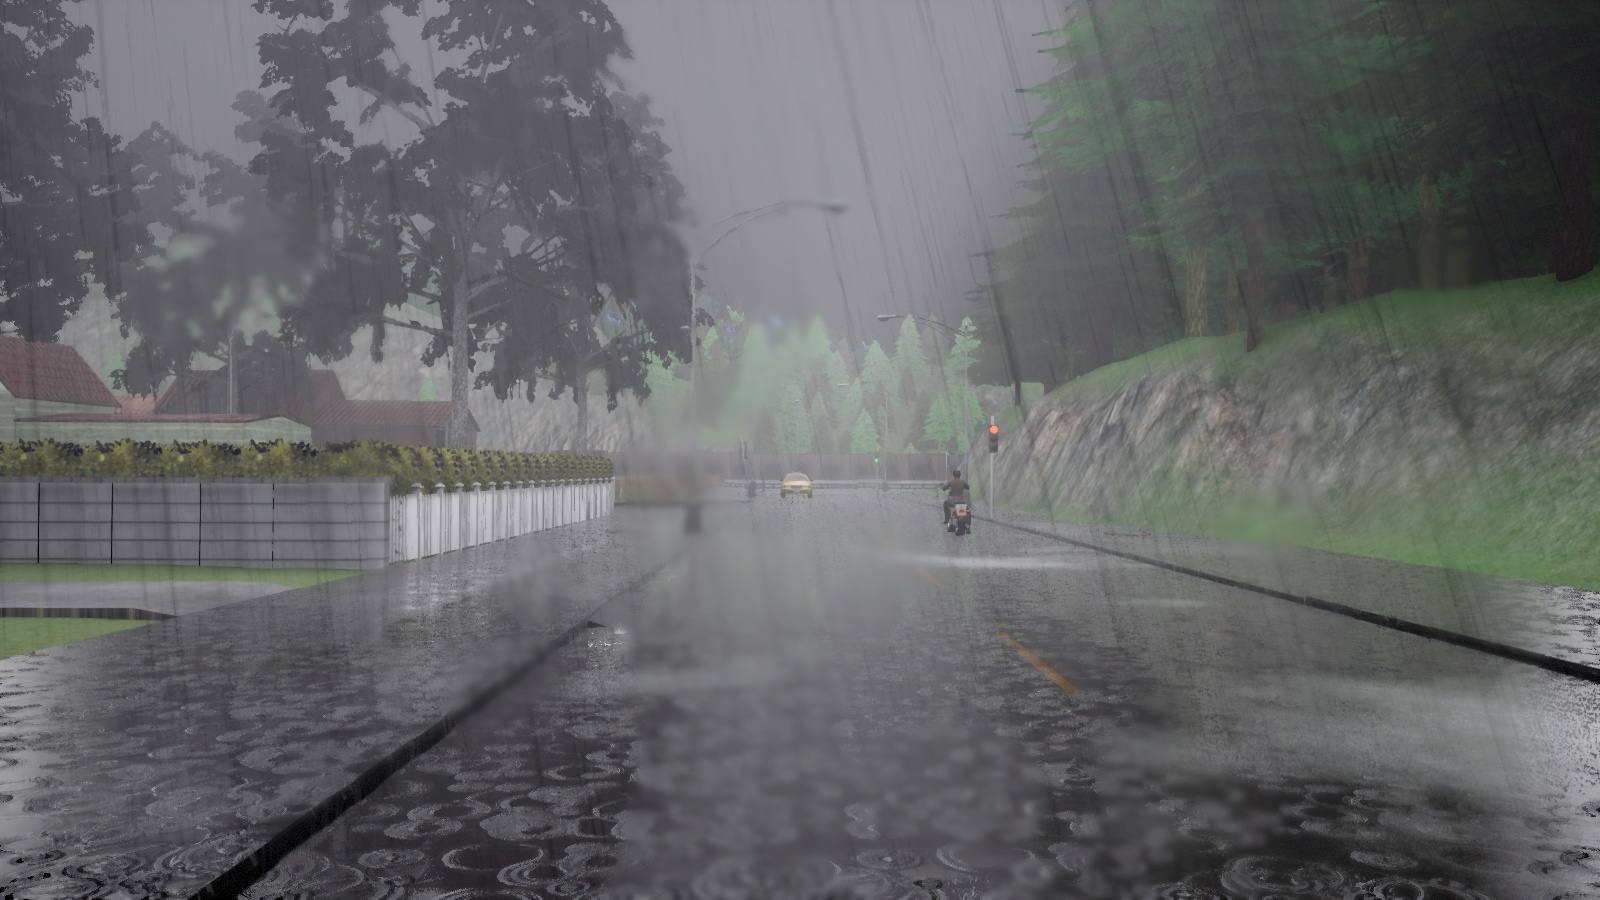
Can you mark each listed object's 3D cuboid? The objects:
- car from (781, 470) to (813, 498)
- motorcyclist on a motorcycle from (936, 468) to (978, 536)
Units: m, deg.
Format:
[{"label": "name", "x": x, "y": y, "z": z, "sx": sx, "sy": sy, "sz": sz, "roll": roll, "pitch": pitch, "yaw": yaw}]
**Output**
[{"label": "car", "x": -0.184, "y": 1.989, "z": 73.693, "sx": 1.801, "sy": 1.575, "sz": 5.366, "roll": 0, "pitch": -1, "yaw": 0}, {"label": "motorcyclist on a motorcycle", "x": 3.921, "y": 1.277, "z": 31.522, "sx": 0.766, "sy": 1.649, "sz": 2.350, "roll": 0, "pitch": -1, "yaw": 0}]
